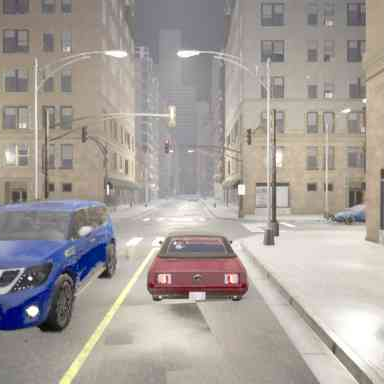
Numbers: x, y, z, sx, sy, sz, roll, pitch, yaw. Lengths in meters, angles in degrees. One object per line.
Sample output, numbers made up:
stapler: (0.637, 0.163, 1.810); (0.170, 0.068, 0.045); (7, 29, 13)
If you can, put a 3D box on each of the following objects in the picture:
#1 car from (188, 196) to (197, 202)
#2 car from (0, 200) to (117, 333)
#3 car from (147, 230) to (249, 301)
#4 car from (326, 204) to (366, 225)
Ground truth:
car: (0.098, 1.566, 75.174); (1.895, 1.301, 4.718); (0, 0, 0)
car: (-3.138, 1.221, 7.140); (2.150, 2.045, 5.566); (0, 0, 0)
car: (0.093, 1.601, 8.261); (1.895, 1.301, 4.718); (0, 0, 0)
car: (12.198, 1.512, 22.852); (5.357, 1.411, 2.033); (0, 0, 3)
